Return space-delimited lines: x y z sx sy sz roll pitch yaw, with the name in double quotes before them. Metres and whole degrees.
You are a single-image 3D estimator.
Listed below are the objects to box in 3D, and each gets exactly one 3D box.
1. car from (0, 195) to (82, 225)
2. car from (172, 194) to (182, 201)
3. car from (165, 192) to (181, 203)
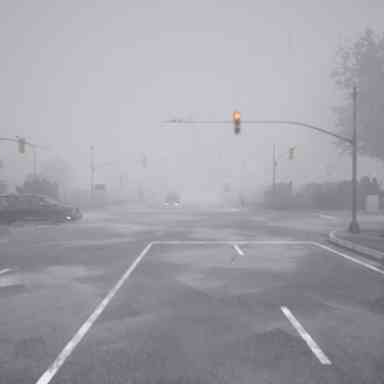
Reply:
"car" -10.503 1.231 22.787 5.566 2.045 2.150 0 0 3
"car" -3.424 1.216 75.387 2.033 1.411 5.357 0 0 0
"car" -3.490 0.964 59.657 2.150 2.045 5.566 0 0 1
